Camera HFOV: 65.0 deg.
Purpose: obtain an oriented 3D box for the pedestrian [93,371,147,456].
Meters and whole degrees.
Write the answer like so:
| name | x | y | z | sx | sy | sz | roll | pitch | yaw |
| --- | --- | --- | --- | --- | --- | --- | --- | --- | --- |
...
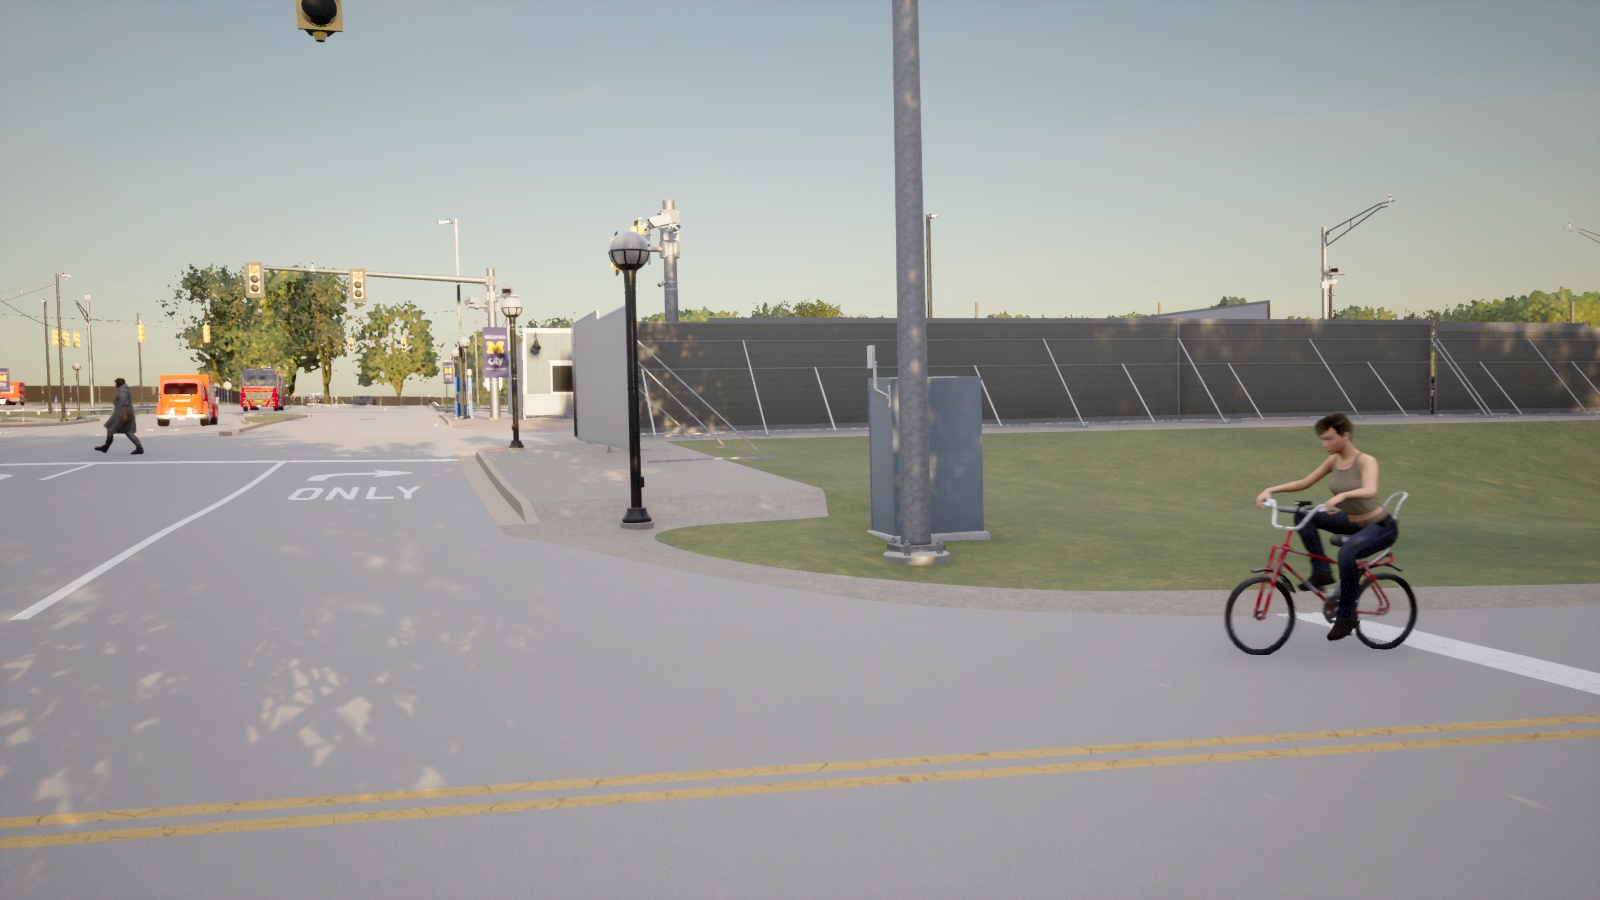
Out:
| name | x | y | z | sx | sy | sz | roll | pitch | yaw |
| --- | --- | --- | --- | --- | --- | --- | --- | --- | --- |
| pedestrian | -15.823 | -0.852 | 29.230 | 0.873 | 1.952 | 0.659 | -2 | 2 | -10 |

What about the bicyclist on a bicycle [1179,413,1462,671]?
| name | x | y | z | sx | sy | sz | roll | pitch | yaw |
| --- | --- | --- | --- | --- | --- | --- | --- | --- | --- |
| bicyclist on a bicycle | 3.462 | 0.566 | 8.416 | 1.509 | 1.612 | 0.866 | 0 | 1 | -14 |

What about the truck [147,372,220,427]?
| name | x | y | z | sx | sy | sz | roll | pitch | yaw |
| --- | --- | --- | --- | --- | --- | --- | --- | --- | --- |
| truck | -29.385 | -2.428 | 60.057 | 2.627 | 2.467 | 5.204 | -1 | 3 | -21 |
